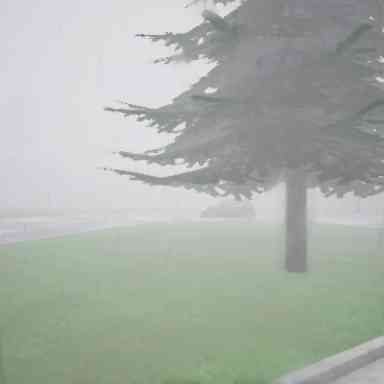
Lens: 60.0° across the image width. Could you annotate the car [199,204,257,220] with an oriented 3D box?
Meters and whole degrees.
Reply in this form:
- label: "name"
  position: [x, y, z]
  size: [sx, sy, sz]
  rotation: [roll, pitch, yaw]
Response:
- label: "car"
  position: [2.829, 1.337, 26.952]
  size: [4.553, 1.767, 2.097]
  rotation: [0, 0, -2]
